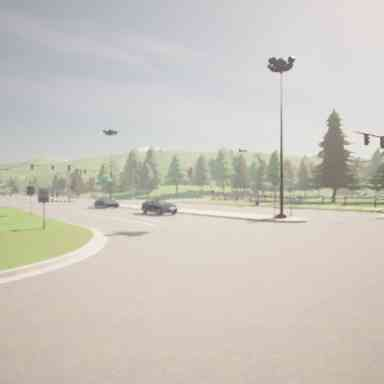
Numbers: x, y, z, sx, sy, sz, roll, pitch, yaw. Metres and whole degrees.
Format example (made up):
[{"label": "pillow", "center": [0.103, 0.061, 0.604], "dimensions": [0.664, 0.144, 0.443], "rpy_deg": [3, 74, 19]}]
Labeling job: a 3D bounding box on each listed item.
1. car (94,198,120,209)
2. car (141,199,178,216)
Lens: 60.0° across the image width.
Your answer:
[{"label": "car", "center": [-11.261, 1.453, 43.779], "dimensions": [2.033, 1.411, 5.357], "rpy_deg": [0, 0, -34]}, {"label": "car", "center": [-3.161, 1.398, 32.049], "dimensions": [2.128, 1.511, 4.902], "rpy_deg": [0, 0, -35]}]
